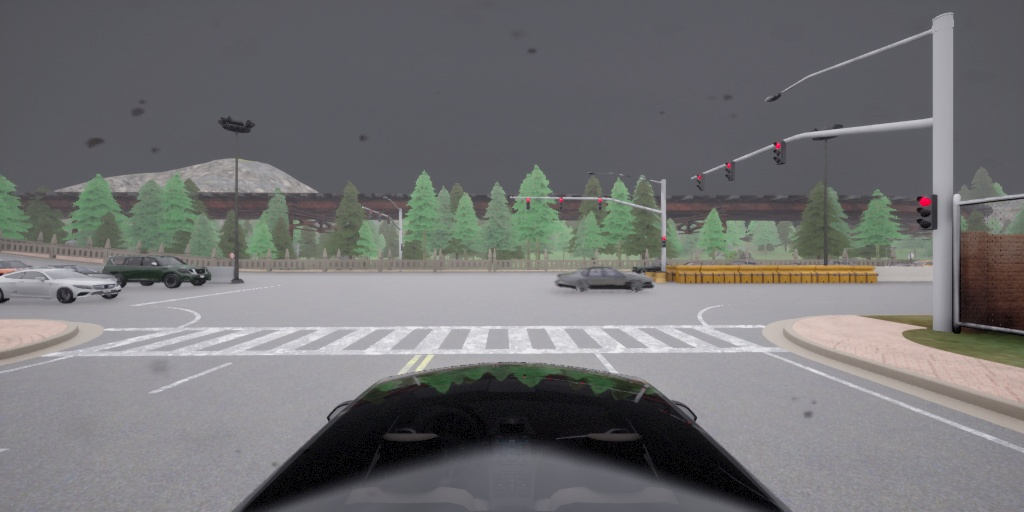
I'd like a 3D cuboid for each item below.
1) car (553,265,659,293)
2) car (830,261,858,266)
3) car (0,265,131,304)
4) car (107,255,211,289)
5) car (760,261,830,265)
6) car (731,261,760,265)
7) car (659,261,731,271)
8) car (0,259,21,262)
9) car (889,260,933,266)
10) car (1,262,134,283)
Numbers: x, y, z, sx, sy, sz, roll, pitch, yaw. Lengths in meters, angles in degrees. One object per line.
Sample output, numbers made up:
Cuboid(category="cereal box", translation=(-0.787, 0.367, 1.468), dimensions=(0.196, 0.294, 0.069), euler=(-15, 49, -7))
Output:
Cuboid(category="car", translation=(5.079, 1.298, 20.232), dimensions=(5.357, 1.411, 2.033), euler=(0, 0, -2))
Cuboid(category="car", translation=(34.696, 1.242, 38.866), dimensions=(4.902, 1.511, 2.128), euler=(0, 0, -2))
Cuboid(category="car", translation=(-20.274, 1.275, 15.882), dimensions=(4.674, 1.442, 1.812), euler=(0, 0, 0))
Cuboid(category="car", translation=(-22.588, 0.965, 22.866), dimensions=(5.566, 2.045, 2.150), euler=(0, 0, -2))
Cuboid(category="car", translation=(24.863, 1.314, 31.559), dimensions=(4.181, 1.385, 1.994), euler=(0, 0, -2))
Cuboid(category="car", translation=(24.540, 1.241, 38.552), dimensions=(4.902, 1.511, 2.128), euler=(0, 0, -2))
Cuboid(category="car", translation=(15.873, 1.228, 31.276), dimensions=(5.008, 1.535, 1.882), euler=(0, 0, -2))
Cuboid(category="car", translation=(-32.094, 1.012, 22.576), dimensions=(4.553, 1.767, 2.097), euler=(2, 0, -2))
Cuboid(category="car", translation=(34.808, 1.314, 31.865), dimensions=(4.181, 1.385, 1.994), euler=(0, 0, -2))
Cuboid(category="car", translation=(-24.112, 1.233, 19.317), dimensions=(4.902, 1.511, 2.128), euler=(0, 0, -2))
